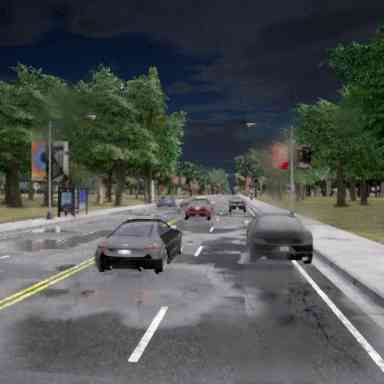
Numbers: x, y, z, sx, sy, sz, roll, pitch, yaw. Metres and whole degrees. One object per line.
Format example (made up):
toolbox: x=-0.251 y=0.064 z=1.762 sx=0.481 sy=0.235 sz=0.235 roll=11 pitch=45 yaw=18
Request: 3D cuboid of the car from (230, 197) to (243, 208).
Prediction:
car: x=6.419 y=1.522 z=48.043 sx=1.812 sy=1.442 sz=4.674 roll=0 pitch=0 yaw=8

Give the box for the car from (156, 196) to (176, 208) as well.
car: x=-3.632 y=1.347 z=47.172 sx=2.097 sy=1.767 sz=4.553 roll=0 pitch=0 yaw=7

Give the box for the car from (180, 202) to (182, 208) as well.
car: x=-0.432 y=1.559 z=46.578 sx=1.994 sy=1.385 sz=4.181 roll=0 pitch=0 yaw=7

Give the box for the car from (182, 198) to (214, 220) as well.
car: x=0.716 y=1.347 z=28.297 sx=2.097 sy=1.767 sz=4.553 roll=0 pitch=0 yaw=7

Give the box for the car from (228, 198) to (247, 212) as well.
car: x=5.174 y=1.500 z=37.899 sx=1.837 sy=1.490 sz=4.892 roll=0 pitch=0 yaw=7

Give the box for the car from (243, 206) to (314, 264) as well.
car: x=2.957 y=1.476 z=11.950 sx=1.882 sy=1.535 sz=5.008 roll=0 pitch=0 yaw=7

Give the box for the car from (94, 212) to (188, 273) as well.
car: x=-1.515 y=1.561 z=10.782 sx=1.994 sy=1.385 sz=4.181 roll=0 pitch=0 yaw=7
